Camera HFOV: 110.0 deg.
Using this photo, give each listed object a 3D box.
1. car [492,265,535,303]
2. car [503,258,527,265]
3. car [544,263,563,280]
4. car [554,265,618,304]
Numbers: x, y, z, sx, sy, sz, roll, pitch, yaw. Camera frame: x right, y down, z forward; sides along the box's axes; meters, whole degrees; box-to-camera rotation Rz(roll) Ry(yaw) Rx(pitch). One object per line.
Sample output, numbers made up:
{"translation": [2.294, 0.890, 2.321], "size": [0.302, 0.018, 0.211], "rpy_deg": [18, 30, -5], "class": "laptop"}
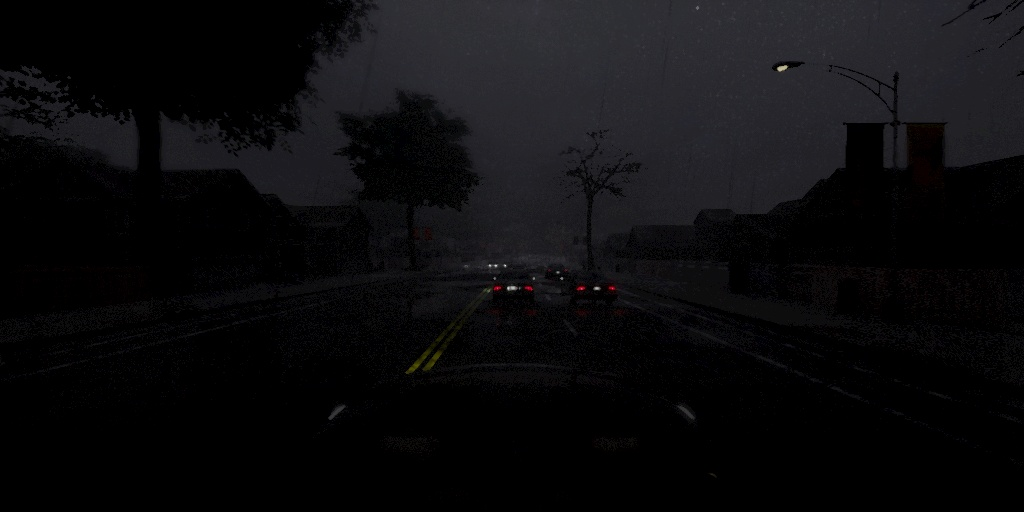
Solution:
{"translation": [0.093, 1.308, 16.469], "size": [2.033, 1.411, 5.357], "rpy_deg": [0, 0, 1], "class": "car"}
{"translation": [0.586, 1.230, 31.426], "size": [2.128, 1.511, 4.902], "rpy_deg": [0, 0, 2], "class": "car"}
{"translation": [3.833, 1.308, 31.295], "size": [1.994, 1.385, 4.181], "rpy_deg": [0, 0, 2], "class": "car"}
{"translation": [3.342, 1.309, 16.406], "size": [2.033, 1.411, 5.357], "rpy_deg": [0, 0, 1], "class": "car"}
